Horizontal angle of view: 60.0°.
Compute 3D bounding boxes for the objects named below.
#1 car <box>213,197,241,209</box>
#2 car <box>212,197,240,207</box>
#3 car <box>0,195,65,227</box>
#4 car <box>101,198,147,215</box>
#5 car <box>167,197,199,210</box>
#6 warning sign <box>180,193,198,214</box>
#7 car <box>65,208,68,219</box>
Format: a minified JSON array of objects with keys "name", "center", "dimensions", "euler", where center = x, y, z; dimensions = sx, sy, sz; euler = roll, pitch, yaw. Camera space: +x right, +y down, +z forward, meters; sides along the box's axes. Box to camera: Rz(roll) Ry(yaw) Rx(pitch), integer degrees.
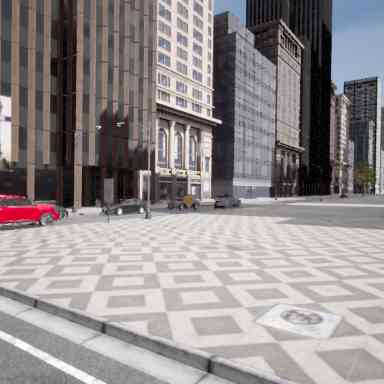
[{"name":"car","center":[4.577,1.432,42.042],"dimensions":[1.994,1.385,4.181],"euler":[1,1,35]},{"name":"car","center":[4.956,1.395,48.044],"dimensions":[1.895,1.301,4.718],"euler":[1,1,36]},{"name":"car","center":[-10.967,1.197,20.042],"dimensions":[2.150,2.045,5.566],"euler":[1,1,35]},{"name":"car","center":[-6.448,1.377,31.996],"dimensions":[1.837,1.490,4.892],"euler":[1,1,35]},{"name":"car","center":[-1.001,1.340,39.689],"dimensions":[1.837,1.490,4.892],"euler":[1,1,35]},{"name":"warning sign","center":[-0.255,1.077,30.676],"dimensions":[1.300,1.860,1.060],"euler":[1,1,35]},{"name":"car","center":[-11.459,1.470,24.919],"dimensions":[1.994,1.385,4.181],"euler":[1,1,35]}]
